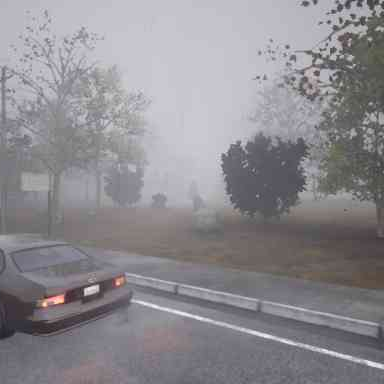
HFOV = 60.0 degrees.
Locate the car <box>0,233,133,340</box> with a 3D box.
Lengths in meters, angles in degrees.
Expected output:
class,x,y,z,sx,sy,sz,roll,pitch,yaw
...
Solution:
class,x,y,z,sx,sy,sz,roll,pitch,yaw
car,-3.579,1.547,6.535,5.357,1.411,2.033,0,0,35
